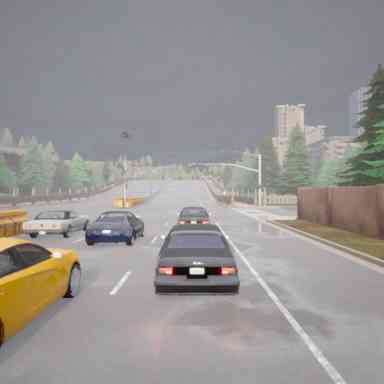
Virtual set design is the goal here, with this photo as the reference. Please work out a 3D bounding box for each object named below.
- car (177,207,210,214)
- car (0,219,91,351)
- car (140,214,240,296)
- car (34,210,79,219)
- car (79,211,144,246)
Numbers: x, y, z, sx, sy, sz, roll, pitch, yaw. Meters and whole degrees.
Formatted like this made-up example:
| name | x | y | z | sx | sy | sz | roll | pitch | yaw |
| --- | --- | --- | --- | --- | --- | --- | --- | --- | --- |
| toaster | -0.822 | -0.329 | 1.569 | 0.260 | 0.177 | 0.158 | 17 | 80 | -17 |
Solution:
| name | x | y | z | sx | sy | sz | roll | pitch | yaw |
| --- | --- | --- | --- | --- | --- | --- | --- | --- | --- |
| car | 0.105 | 1.547 | 18.893 | 2.033 | 1.411 | 5.357 | 0 | 0 | 1 |
| car | -3.404 | 1.478 | 5.433 | 1.882 | 1.535 | 5.008 | 0 | 0 | 0 |
| car | 0.092 | 1.547 | 8.827 | 2.033 | 1.411 | 5.357 | 0 | 0 | 0 |
| car | -6.916 | 1.601 | 17.603 | 1.895 | 1.301 | 4.718 | 0 | 0 | 0 |
| car | -3.420 | 1.564 | 15.374 | 1.994 | 1.385 | 4.181 | 0 | 0 | 0 |
